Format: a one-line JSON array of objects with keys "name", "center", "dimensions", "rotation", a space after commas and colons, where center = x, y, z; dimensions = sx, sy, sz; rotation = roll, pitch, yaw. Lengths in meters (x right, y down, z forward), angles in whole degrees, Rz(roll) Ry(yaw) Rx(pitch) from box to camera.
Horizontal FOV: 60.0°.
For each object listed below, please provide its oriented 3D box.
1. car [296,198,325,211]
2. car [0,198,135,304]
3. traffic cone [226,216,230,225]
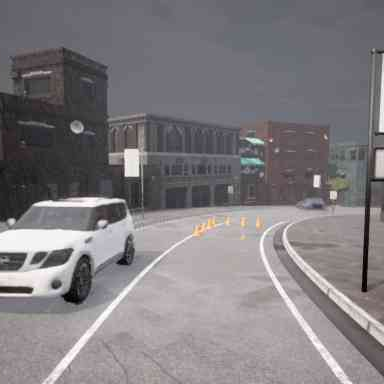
[{"name": "car", "center": [16.136, 1.593, 45.143], "dimensions": [4.553, 1.767, 2.097], "rotation": [2, 2, -38]}, {"name": "car", "center": [-3.062, 1.194, 8.523], "dimensions": [2.150, 2.045, 5.566], "rotation": [0, 0, 5]}, {"name": "traffic cone", "center": [2.484, 1.956, 22.684], "dimensions": [0.340, 0.580, 0.340], "rotation": [2, 0, 12]}]
